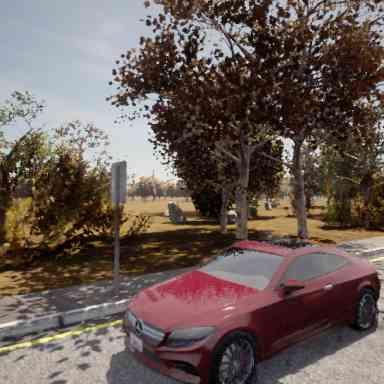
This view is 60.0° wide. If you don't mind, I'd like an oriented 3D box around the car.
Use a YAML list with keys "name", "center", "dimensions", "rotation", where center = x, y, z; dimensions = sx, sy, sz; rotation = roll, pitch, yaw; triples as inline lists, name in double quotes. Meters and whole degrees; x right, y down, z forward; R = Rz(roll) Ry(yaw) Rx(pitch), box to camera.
- name: "car"
  center: [1.231, 1.525, 5.308]
  dimensions: [4.674, 1.442, 1.812]
  rotation: [0, 0, -36]
